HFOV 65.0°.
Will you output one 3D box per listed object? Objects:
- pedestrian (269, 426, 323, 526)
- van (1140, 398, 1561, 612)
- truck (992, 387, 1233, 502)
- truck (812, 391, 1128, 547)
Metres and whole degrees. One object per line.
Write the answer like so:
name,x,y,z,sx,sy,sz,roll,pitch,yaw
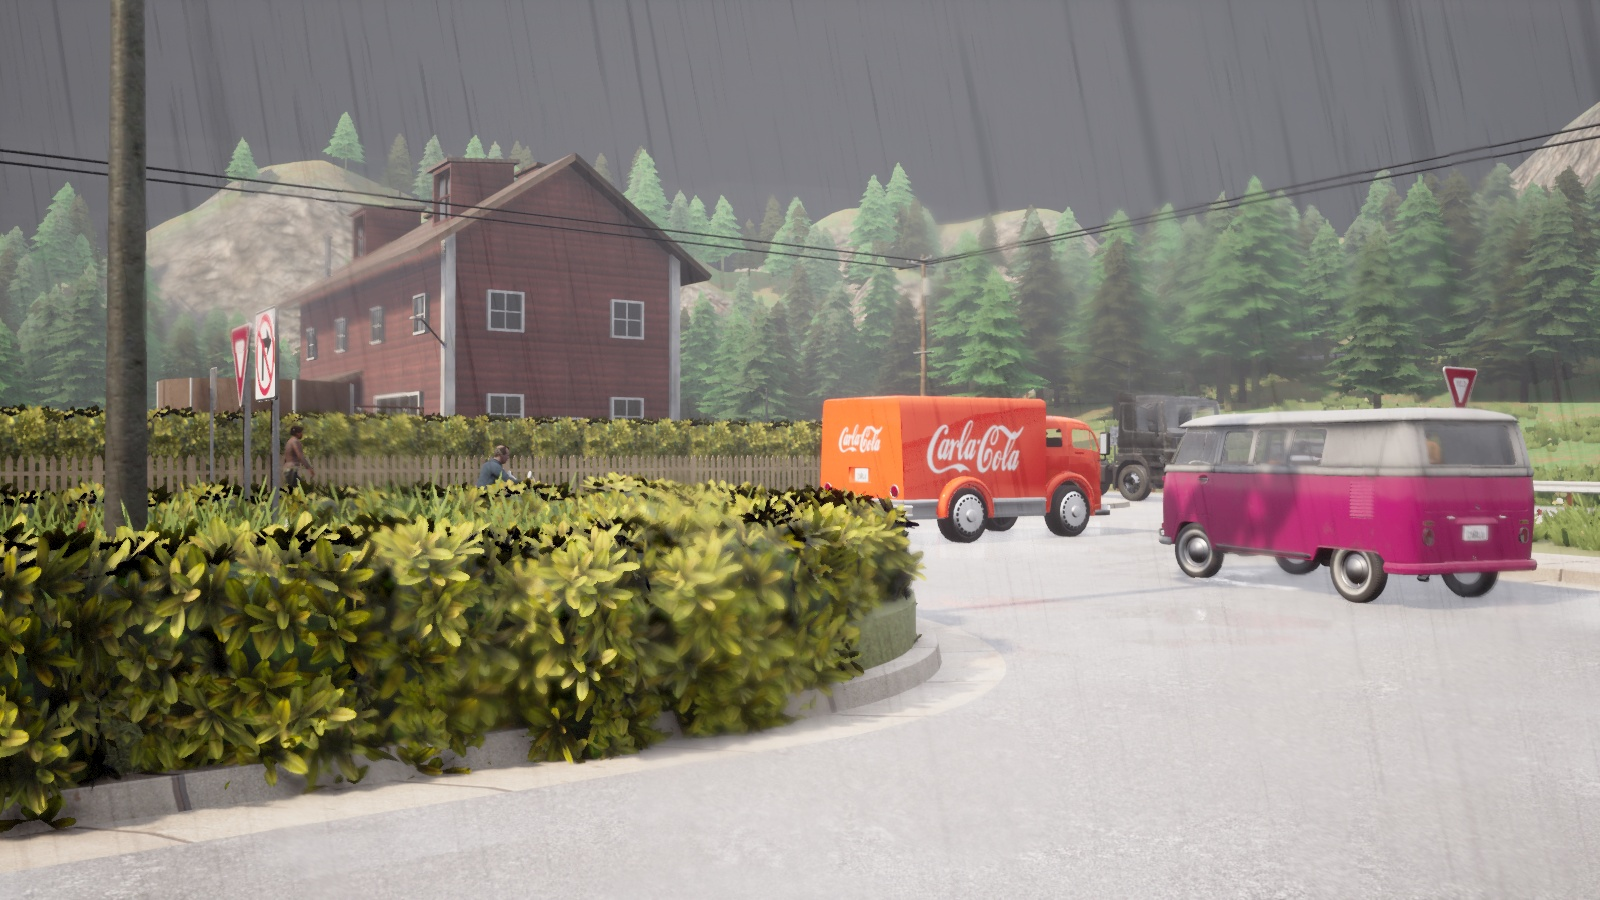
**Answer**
pedestrian,-9.269,0.476,23.080,0.869,1.805,0.328,0,0,-35
van,5.870,0.520,14.076,1.775,1.987,4.442,0,0,-19
truck,10.250,-0.156,42.166,2.891,3.462,7.936,0,0,-34
truck,3.098,0.306,22.486,5.204,2.467,2.627,0,0,-35
